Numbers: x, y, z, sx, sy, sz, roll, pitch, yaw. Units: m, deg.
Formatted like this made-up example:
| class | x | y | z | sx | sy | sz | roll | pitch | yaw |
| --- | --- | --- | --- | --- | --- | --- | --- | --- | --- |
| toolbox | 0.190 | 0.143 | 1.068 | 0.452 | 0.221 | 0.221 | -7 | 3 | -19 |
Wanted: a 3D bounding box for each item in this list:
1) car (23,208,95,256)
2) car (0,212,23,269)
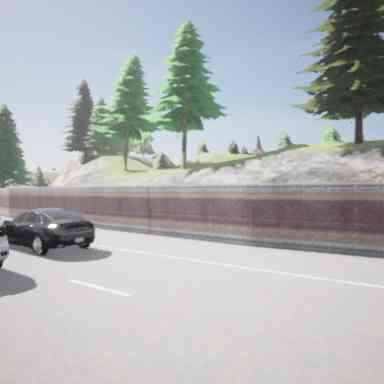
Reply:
| class | x | y | z | sx | sy | sz | roll | pitch | yaw |
| --- | --- | --- | --- | --- | --- | --- | --- | --- | --- |
| car | -5.629 | 1.385 | 12.583 | 4.892 | 1.490 | 1.837 | -1 | 0 | 39 |
| car | -7.255 | 1.162 | 9.373 | 5.566 | 2.045 | 2.150 | 0 | 1 | 38 |
